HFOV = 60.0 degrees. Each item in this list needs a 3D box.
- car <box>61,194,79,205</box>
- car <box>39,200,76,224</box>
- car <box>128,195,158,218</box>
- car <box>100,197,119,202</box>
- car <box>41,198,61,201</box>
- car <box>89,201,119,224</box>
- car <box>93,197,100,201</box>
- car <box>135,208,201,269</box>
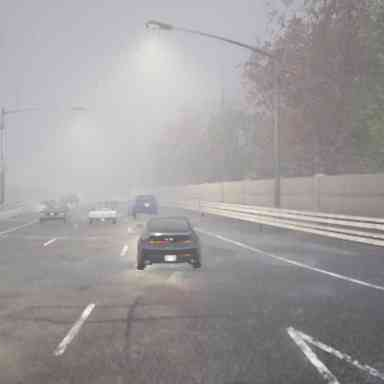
[{"bbox_3d":[-22.311,1.327,60.537,2.150,2.045,5.566,0,0,-36],"label":"car"},{"bbox_3d":[-10.356,1.590,25.456,2.033,1.411,5.357,0,0,-15],"label":"car"},{"bbox_3d":[-4.528,1.246,30.414,2.150,2.045,5.566,0,0,-16],"label":"car"},{"bbox_3d":[-12.143,1.583,49.843,1.812,1.442,4.674,0,0,-25],"label":"car"},{"bbox_3d":[-25.222,1.704,58.595,1.895,1.301,4.718,0,0,-36],"label":"car"},{"bbox_3d":[-6.736,1.631,25.275,1.895,1.301,4.718,0,0,-14],"label":"car"},{"bbox_3d":[-14.662,1.668,55.336,1.895,1.301,4.718,0,0,-24],"label":"car"},{"bbox_3d":[-0.834,1.512,11.267,1.837,1.490,4.892,0,0,-6],"label":"car"}]
